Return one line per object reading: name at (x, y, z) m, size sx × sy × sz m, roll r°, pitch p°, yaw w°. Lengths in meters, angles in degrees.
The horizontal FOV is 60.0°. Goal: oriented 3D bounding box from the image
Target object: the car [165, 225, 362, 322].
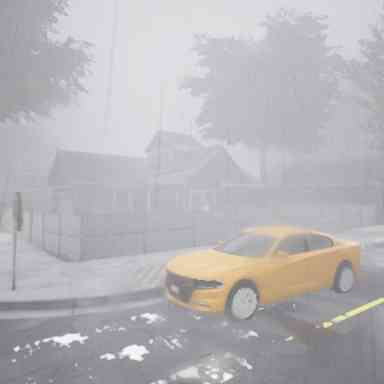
car at (1.774, 1.544, 7.524) m, size 5.008 × 1.535 × 1.882 m, roll 0°, pitch -1°, yaw -33°
